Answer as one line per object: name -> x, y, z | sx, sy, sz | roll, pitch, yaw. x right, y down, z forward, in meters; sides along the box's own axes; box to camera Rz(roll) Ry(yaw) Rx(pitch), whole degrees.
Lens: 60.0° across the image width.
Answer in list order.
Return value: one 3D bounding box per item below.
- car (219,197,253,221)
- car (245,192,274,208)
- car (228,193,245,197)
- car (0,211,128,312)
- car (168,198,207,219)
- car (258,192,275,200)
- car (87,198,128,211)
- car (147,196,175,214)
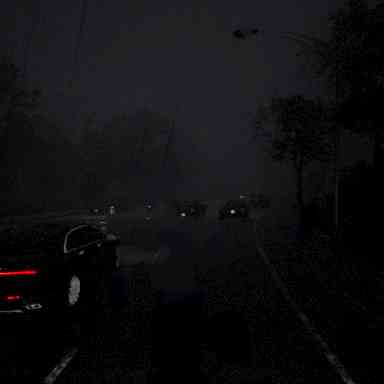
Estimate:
car -> 3.243, 1.303, 24.676 | 1.994, 1.385, 4.181 | 0, 1, 13
car -> 8.222, 0.937, 40.334 | 2.097, 1.767, 4.553 | 1, 1, 21
car -> 8.888, 0.843, 65.087 | 2.033, 1.411, 5.357 | 1, 1, 32
car -> -2.973, 1.414, 7.531 | 1.837, 1.490, 4.892 | 0, 1, 4
car -> -0.102, 1.314, 25.927 | 1.895, 1.301, 4.718 | 0, 1, 13
car -> 15.360, 0.808, 68.611 | 1.812, 1.442, 4.674 | 1, 1, 34
car -> -6.988, 1.229, 27.877 | 1.994, 1.385, 4.181 | 0, 1, 14
car -> -2.570, 1.151, 30.969 | 1.837, 1.490, 4.892 | 0, 1, 16
